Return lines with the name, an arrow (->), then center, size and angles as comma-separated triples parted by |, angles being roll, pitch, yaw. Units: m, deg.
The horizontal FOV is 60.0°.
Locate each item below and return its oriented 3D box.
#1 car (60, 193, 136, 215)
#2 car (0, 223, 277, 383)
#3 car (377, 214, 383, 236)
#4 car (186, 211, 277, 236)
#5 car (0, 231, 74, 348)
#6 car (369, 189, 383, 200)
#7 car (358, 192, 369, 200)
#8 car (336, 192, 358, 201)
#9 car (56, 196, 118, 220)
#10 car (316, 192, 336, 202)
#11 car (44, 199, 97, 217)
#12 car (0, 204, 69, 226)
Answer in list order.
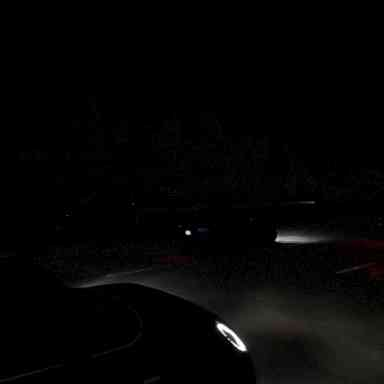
car -> -6.971, 1.105, 24.812 | 5.566, 2.045, 2.150 | -1, 1, -35
car -> -1.624, 1.352, 2.587 | 4.553, 1.767, 2.097 | -1, 1, -35
car -> 10.372, 1.284, 15.443 | 4.674, 1.442, 1.812 | -1, 1, -35
car -> 1.491, 1.441, 13.407 | 4.181, 1.385, 1.994 | -1, 1, -35
car -> -4.704, 1.566, 4.682 | 5.357, 1.411, 2.033 | -1, 1, -35
car -> 26.429, 0.563, 44.289 | 5.566, 2.045, 2.150 | -1, 1, -35
car -> 27.207, 0.787, 49.131 | 4.902, 1.511, 2.128 | -1, 1, -35
car -> 25.407, 0.783, 52.143 | 4.902, 1.511, 2.128 | -1, 1, -35
car -> -8.750, 1.232, 27.842 | 4.553, 1.767, 2.097 | -1, 1, -35
car -> 22.009, 0.821, 54.024 | 4.892, 1.490, 1.837 | -1, 1, -35
car -> -11.123, 1.451, 30.447 | 4.181, 1.385, 1.994 | -1, 1, -35
car -> -9.725, 1.567, 18.551 | 4.718, 1.301, 1.895 | -1, 1, -35
